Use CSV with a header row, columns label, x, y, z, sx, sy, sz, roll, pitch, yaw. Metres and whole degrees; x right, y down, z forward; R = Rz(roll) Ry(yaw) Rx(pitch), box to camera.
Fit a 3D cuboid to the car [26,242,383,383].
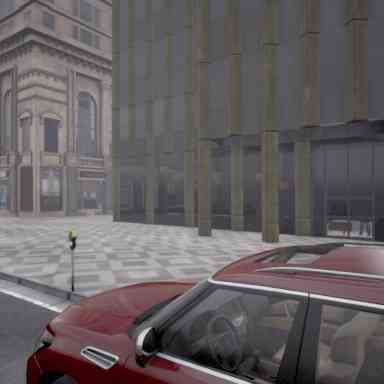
label,x,y,z,sx,sy,sz,roll,pitch,yaw
car,0.928,1.315,2.311,5.009,1.841,2.192,0,0,36
